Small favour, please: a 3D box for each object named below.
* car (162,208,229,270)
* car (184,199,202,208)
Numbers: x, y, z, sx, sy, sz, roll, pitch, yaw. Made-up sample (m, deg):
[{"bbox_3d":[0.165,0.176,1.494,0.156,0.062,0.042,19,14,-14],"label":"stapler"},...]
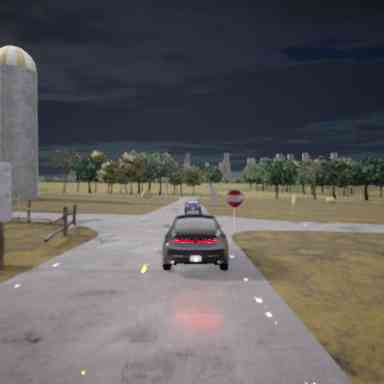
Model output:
[{"bbox_3d":[0.098,1.465,10.821,1.837,1.490,4.892,0,-1,0],"label":"car"},{"bbox_3d":[0.097,1.577,38.331,1.812,1.442,4.674,0,0,0],"label":"car"}]
